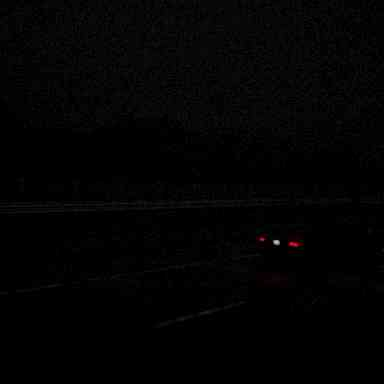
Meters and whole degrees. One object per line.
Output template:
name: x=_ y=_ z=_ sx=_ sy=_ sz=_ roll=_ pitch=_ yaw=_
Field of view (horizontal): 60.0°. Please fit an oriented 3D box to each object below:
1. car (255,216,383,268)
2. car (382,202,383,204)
car: x=4.588 y=1.552 z=11.311 sx=5.357 sy=1.411 sz=2.033 roll=0 pitch=0 yaw=-34
car: x=30.489 y=1.639 z=49.920 sx=4.674 sy=1.442 sz=1.812 roll=0 pitch=0 yaw=-32
